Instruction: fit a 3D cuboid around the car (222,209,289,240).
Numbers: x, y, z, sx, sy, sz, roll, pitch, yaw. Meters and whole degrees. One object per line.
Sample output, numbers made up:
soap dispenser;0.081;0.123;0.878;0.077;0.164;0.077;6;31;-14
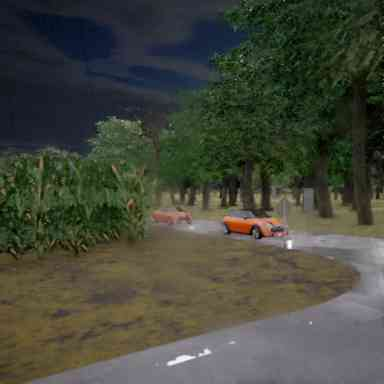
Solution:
car;3.812;1.867;20.630;2.097;1.767;4.553;0;-1;-30

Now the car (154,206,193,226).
car;-1.763;2.093;30.510;2.097;1.767;4.553;0;-1;-29

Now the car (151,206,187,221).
car;-2.733;2.379;38.228;2.033;1.411;5.357;0;-1;-29
